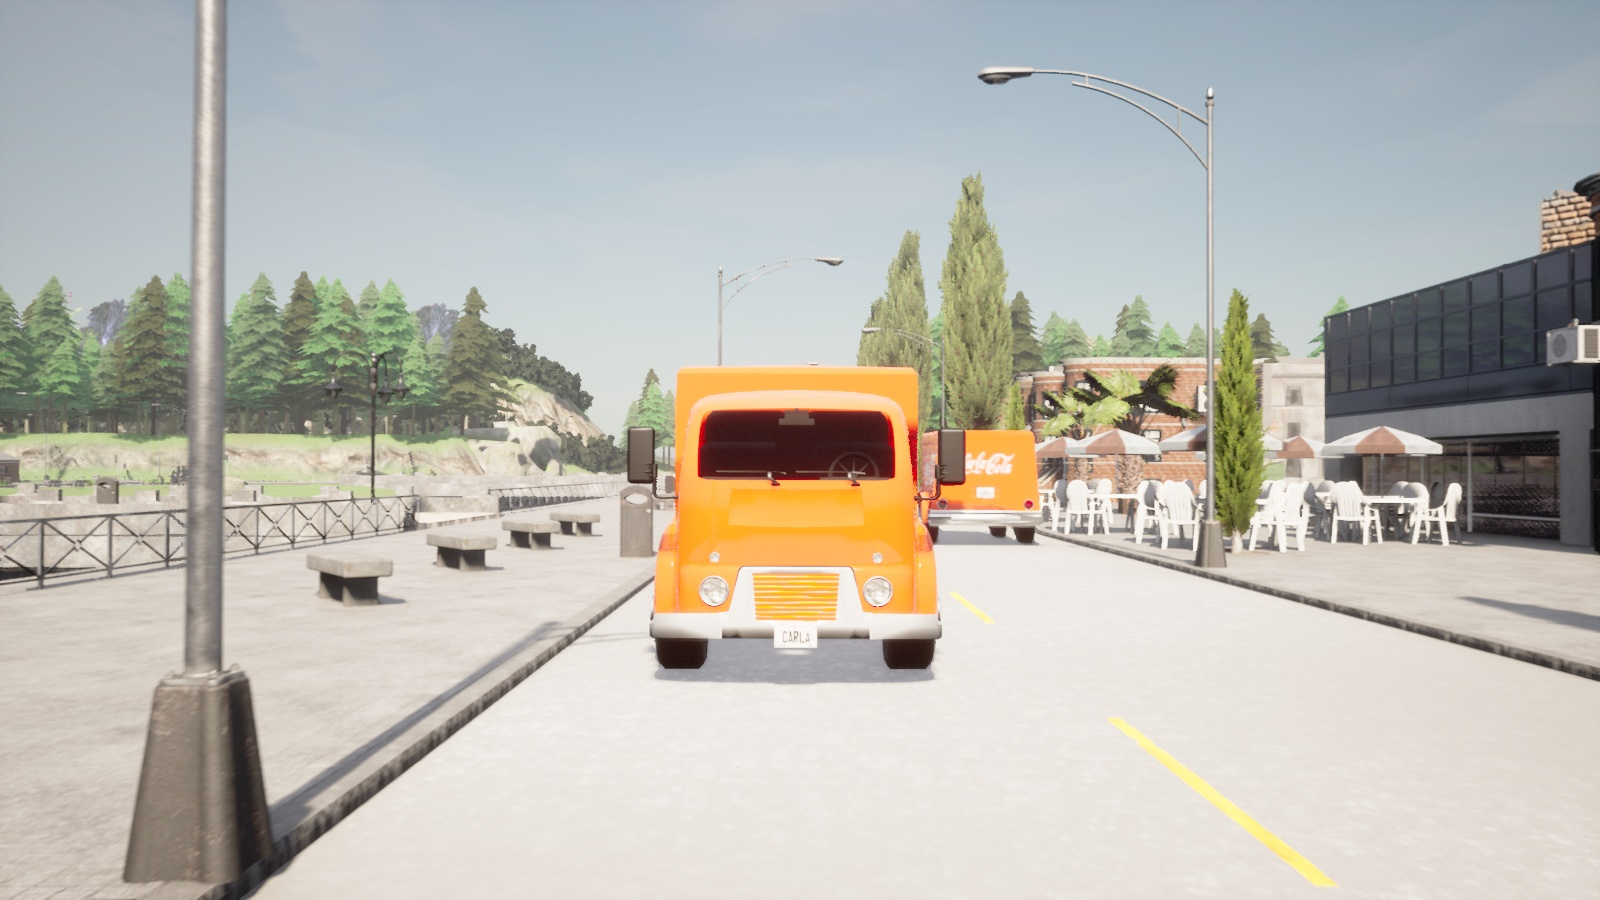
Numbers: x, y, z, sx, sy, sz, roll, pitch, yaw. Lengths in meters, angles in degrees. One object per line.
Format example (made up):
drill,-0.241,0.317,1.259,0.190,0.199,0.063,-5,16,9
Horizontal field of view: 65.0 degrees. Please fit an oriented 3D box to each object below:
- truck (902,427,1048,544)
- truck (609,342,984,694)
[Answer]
truck,3.922,0.801,29.201,2.627,2.467,5.204,0,-1,0
truck,-0.032,0.520,11.443,2.627,2.467,5.204,0,-1,0
